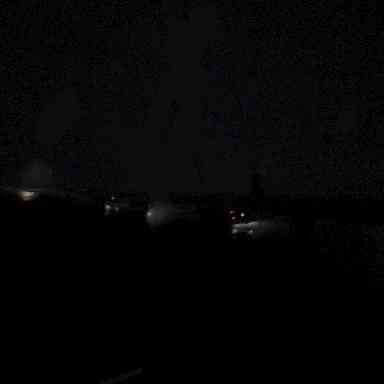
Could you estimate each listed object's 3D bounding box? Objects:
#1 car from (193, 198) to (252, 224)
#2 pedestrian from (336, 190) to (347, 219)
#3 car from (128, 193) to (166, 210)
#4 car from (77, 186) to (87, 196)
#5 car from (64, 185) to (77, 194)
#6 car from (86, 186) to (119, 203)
[{"bbox_3d":[1.881,1.117,21.394,1.994,1.385,4.181,-3,4,-34],"label":"car"},{"bbox_3d":[9.407,0.782,21.044,0.375,1.860,0.375,-1,1,-35],"label":"pedestrian"},{"bbox_3d":[-4.115,0.772,29.879,1.994,1.385,4.181,-3,4,-35],"label":"car"},{"bbox_3d":[-15.564,-0.190,51.217,1.837,1.490,4.892,-3,4,-35],"label":"car"},{"bbox_3d":[-21.424,-0.487,59.523,1.837,1.490,4.892,-3,3,-35],"label":"car"},{"bbox_3d":[-10.030,0.362,38.278,2.128,1.511,4.902,-3,4,-35],"label":"car"}]
